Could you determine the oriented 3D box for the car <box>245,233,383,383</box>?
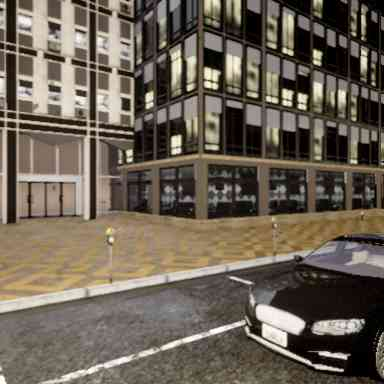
[{"bbox_3d":[3.001,1.493,5.508,4.902,1.511,2.128,0,0,-36],"label":"car"}]
